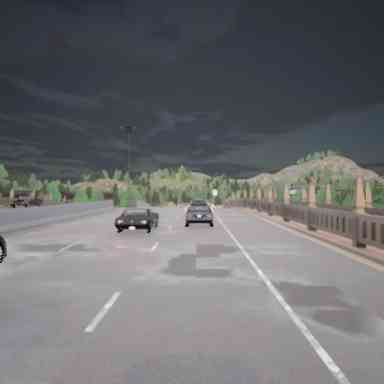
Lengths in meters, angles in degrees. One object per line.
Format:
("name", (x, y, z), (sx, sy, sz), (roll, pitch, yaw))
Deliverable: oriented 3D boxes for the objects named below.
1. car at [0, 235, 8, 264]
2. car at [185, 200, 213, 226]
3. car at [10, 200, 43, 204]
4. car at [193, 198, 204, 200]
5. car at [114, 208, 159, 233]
("car", (-6.742, 1.484, 8.523), (1.837, 1.490, 4.892), (0, 0, 1))
("car", (0.500, 1.535, 22.976), (2.033, 1.411, 5.357), (0, 0, 1))
("car", (-20.269, 1.185, 41.129), (2.033, 1.411, 5.357), (0, 0, 1))
("car", (0.859, 1.491, 42.517), (1.837, 1.490, 4.892), (0, -1, 1))
("car", (-3.063, 1.582, 19.489), (1.895, 1.301, 4.718), (0, 0, 1))
